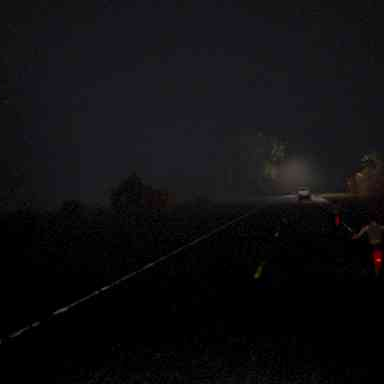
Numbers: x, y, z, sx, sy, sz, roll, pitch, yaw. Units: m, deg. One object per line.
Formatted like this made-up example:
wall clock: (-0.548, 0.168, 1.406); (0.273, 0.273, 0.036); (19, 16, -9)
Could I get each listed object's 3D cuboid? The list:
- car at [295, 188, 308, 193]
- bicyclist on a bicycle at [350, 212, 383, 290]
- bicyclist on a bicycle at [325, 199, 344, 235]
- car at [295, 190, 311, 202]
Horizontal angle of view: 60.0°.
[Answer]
car: (23.479, 0.125, 69.835); (2.150, 2.045, 5.566); (-3, 0, 20)
bicyclist on a bicycle: (4.062, 1.251, 7.453); (0.866, 1.612, 1.509); (-3, 0, 18)
bicyclist on a bicycle: (6.728, 1.134, 15.556); (0.866, 1.612, 1.509); (-3, 0, 18)
car: (17.948, 0.776, 53.112); (1.895, 1.301, 4.718); (-3, 0, 18)
